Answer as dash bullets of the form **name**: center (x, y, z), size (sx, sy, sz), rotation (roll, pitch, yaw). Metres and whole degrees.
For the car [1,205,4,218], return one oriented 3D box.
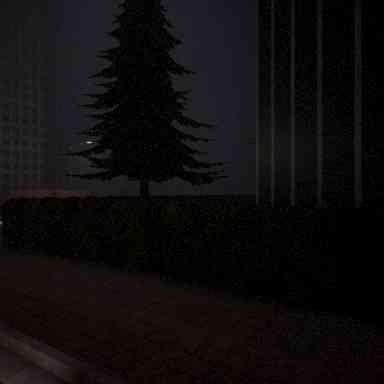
- **car**: center (-13.118, 1.560, 28.389), size (1.837, 1.490, 4.892), rotation (0, 0, 36)
